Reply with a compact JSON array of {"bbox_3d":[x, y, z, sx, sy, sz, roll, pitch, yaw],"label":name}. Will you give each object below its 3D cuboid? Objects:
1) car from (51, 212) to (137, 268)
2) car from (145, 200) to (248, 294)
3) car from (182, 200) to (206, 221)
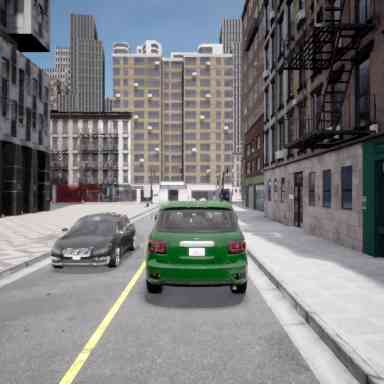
[{"bbox_3d":[-3.069,1.502,11.273,1.837,1.490,4.892,0,0,0],"label":"car"},{"bbox_3d":[0.118,1.220,8.955,2.150,2.045,5.566,0,0,1],"label":"car"},{"bbox_3d":[0.178,1.488,28.135,1.837,1.490,4.892,0,0,0],"label":"car"}]
